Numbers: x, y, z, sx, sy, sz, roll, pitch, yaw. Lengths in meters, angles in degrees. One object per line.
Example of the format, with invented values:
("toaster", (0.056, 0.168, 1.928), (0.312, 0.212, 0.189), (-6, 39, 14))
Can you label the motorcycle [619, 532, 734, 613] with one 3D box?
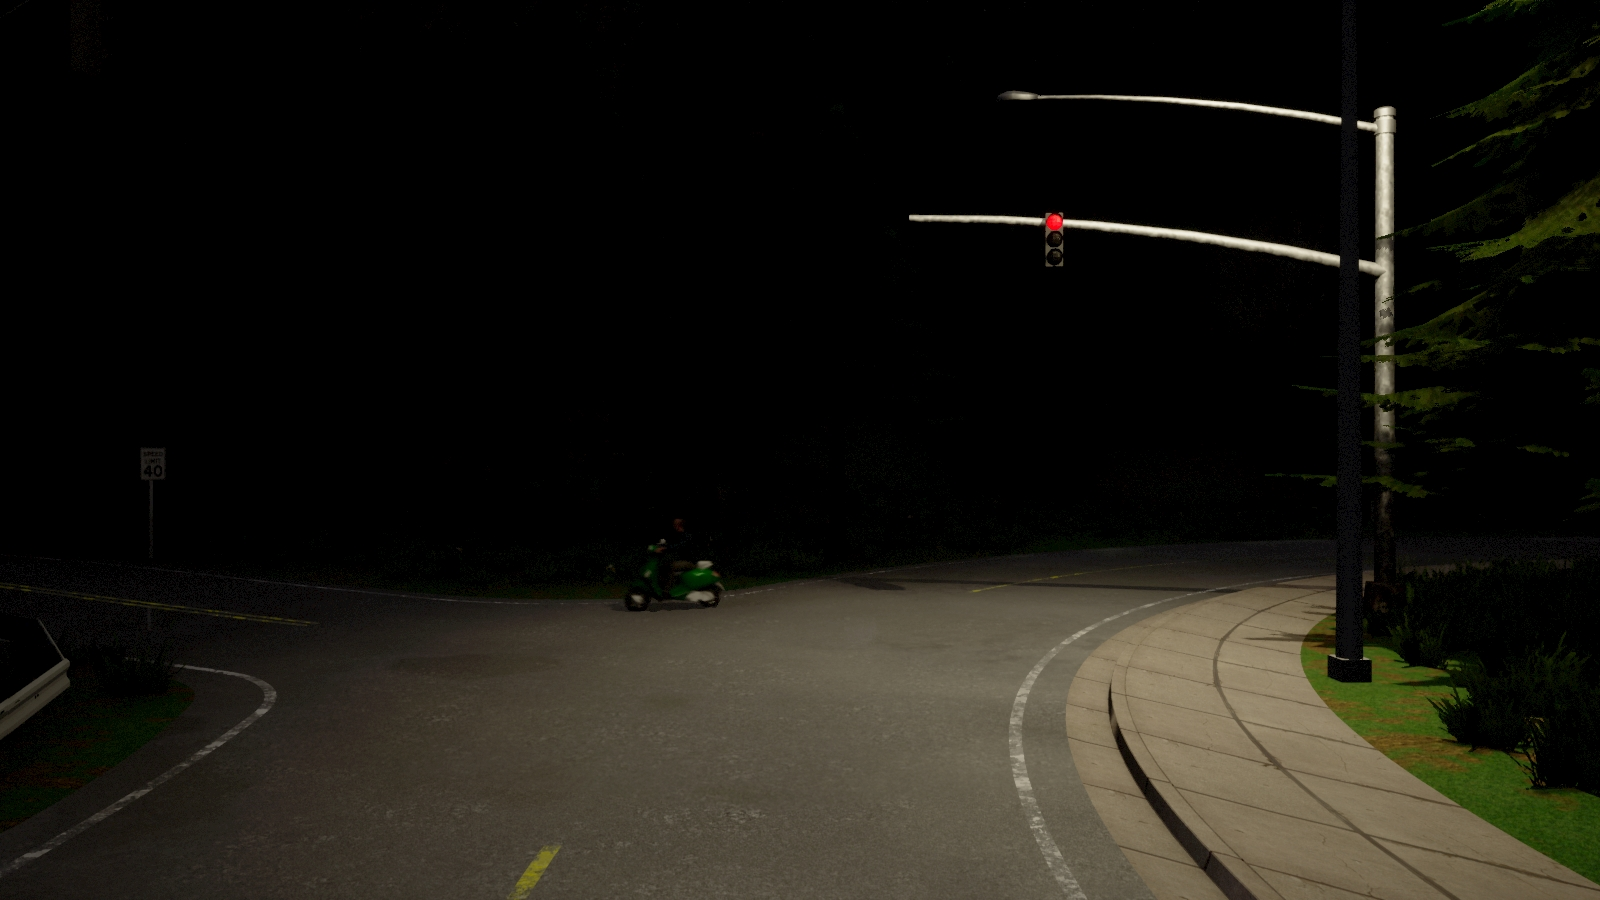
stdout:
("motorcycle", (-2.172, 2.129, 20.103), (1.805, 1.316, 0.856), (0, -4, -25))
